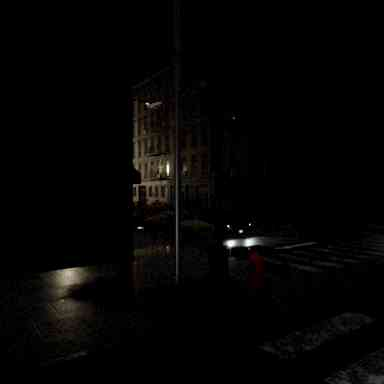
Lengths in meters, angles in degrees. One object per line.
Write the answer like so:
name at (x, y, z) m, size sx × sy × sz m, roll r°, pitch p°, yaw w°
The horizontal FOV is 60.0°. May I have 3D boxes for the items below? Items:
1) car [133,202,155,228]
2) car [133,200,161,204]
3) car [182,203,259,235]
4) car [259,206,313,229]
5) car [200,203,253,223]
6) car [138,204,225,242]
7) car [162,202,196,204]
car at (-3.952, 1.584, 21.285) m, size 2.008 × 1.369 × 4.403 m, roll 0°, pitch 0°, yaw -35°
car at (-4.886, 1.517, 26.974) m, size 2.128 × 1.511 × 4.902 m, roll 0°, pitch 0°, yaw -35°
car at (1.011, 1.565, 18.735) m, size 2.033 × 1.411 × 5.357 m, roll 0°, pitch 0°, yaw -32°
car at (5.731, 1.557, 21.523) m, size 1.947 × 1.339 × 4.313 m, roll 0°, pitch 0°, yaw -35°
car at (2.591, 1.578, 25.932) m, size 1.802 × 1.307 × 4.206 m, roll 0°, pitch 0°, yaw -35°
car at (-0.713, 1.554, 16.737) m, size 1.752 × 1.417 × 4.829 m, roll 0°, pitch 0°, yaw -35°
car at (-0.549, 1.565, 30.341) m, size 1.947 × 1.339 × 4.313 m, roll 0°, pitch 0°, yaw -35°
